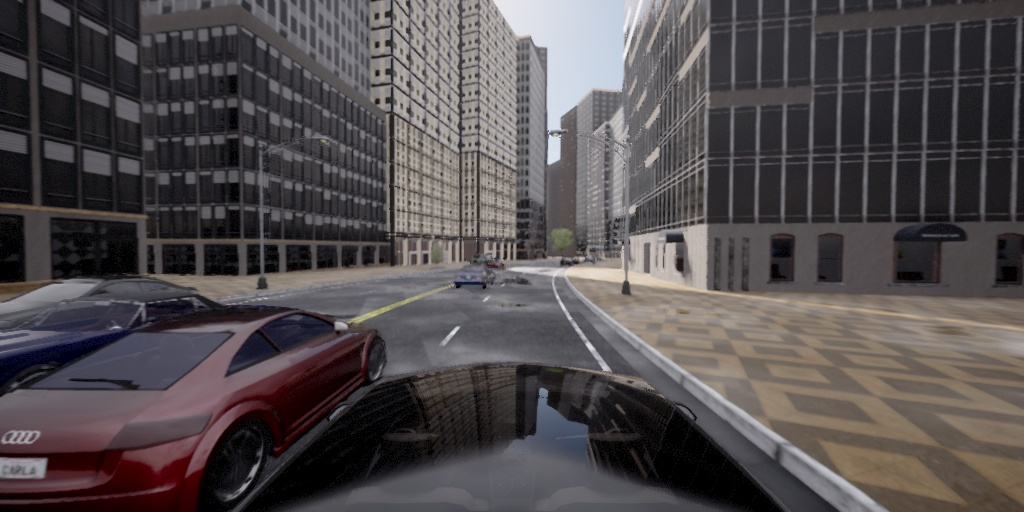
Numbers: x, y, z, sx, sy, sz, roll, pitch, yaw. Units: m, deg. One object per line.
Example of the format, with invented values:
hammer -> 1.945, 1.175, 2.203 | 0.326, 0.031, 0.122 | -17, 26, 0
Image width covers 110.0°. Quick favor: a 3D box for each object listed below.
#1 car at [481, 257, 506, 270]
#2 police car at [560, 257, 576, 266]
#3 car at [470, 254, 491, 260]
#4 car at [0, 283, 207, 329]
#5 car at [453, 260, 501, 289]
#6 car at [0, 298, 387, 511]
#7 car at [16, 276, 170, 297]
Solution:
car -> -2.197, 1.155, 46.410 | 1.895, 1.301, 4.718 | 0, 0, 11
police car -> 9.736, 0.995, 64.087 | 1.930, 1.638, 5.238 | 1, 0, 16
car -> -4.417, 0.734, 51.672 | 2.150, 2.045, 5.566 | 0, 0, 13
car -> -6.517, 1.312, 5.837 | 1.895, 1.301, 4.718 | 0, 0, 1
car -> -2.181, 1.206, 22.142 | 2.033, 1.411, 5.357 | 0, 0, 5
car -> -3.071, 1.294, 4.263 | 1.994, 1.385, 4.181 | 0, 0, 1
car -> -9.689, 1.214, 8.272 | 1.812, 1.442, 4.674 | 0, 0, 2
